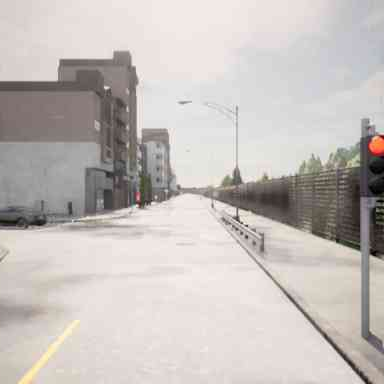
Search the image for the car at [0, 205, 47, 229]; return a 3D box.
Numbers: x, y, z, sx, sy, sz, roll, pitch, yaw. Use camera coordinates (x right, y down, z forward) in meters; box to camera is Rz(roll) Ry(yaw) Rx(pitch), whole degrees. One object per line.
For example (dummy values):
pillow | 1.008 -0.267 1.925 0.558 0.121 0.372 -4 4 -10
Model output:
car | -11.456 1.553 21.094 4.181 1.385 1.994 0 0 7
